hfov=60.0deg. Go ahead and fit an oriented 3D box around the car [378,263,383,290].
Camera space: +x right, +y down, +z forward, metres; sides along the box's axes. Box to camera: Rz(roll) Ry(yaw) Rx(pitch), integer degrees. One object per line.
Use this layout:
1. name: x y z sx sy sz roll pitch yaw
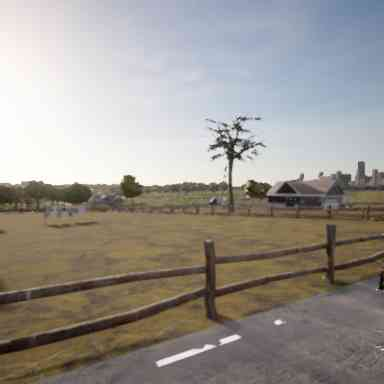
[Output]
1. car: 5.937 1.530 7.302 4.181 1.385 1.994 0 0 -35
